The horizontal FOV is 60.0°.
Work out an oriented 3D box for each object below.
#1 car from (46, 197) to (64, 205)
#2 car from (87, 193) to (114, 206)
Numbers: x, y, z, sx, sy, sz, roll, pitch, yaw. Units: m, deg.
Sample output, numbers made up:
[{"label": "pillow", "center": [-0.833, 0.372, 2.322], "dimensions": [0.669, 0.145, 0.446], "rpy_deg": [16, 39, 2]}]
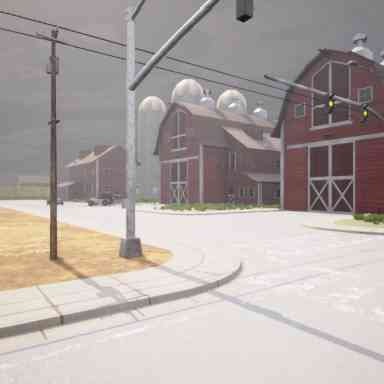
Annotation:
[{"label": "car", "center": [-23.312, 1.537, 56.553], "dimensions": [1.994, 1.385, 4.181], "rpy_deg": [0, 0, -36]}, {"label": "car", "center": [-13.842, 1.118, 50.567], "dimensions": [3.866, 1.878, 1.905], "rpy_deg": [-2, 5, 11]}]
